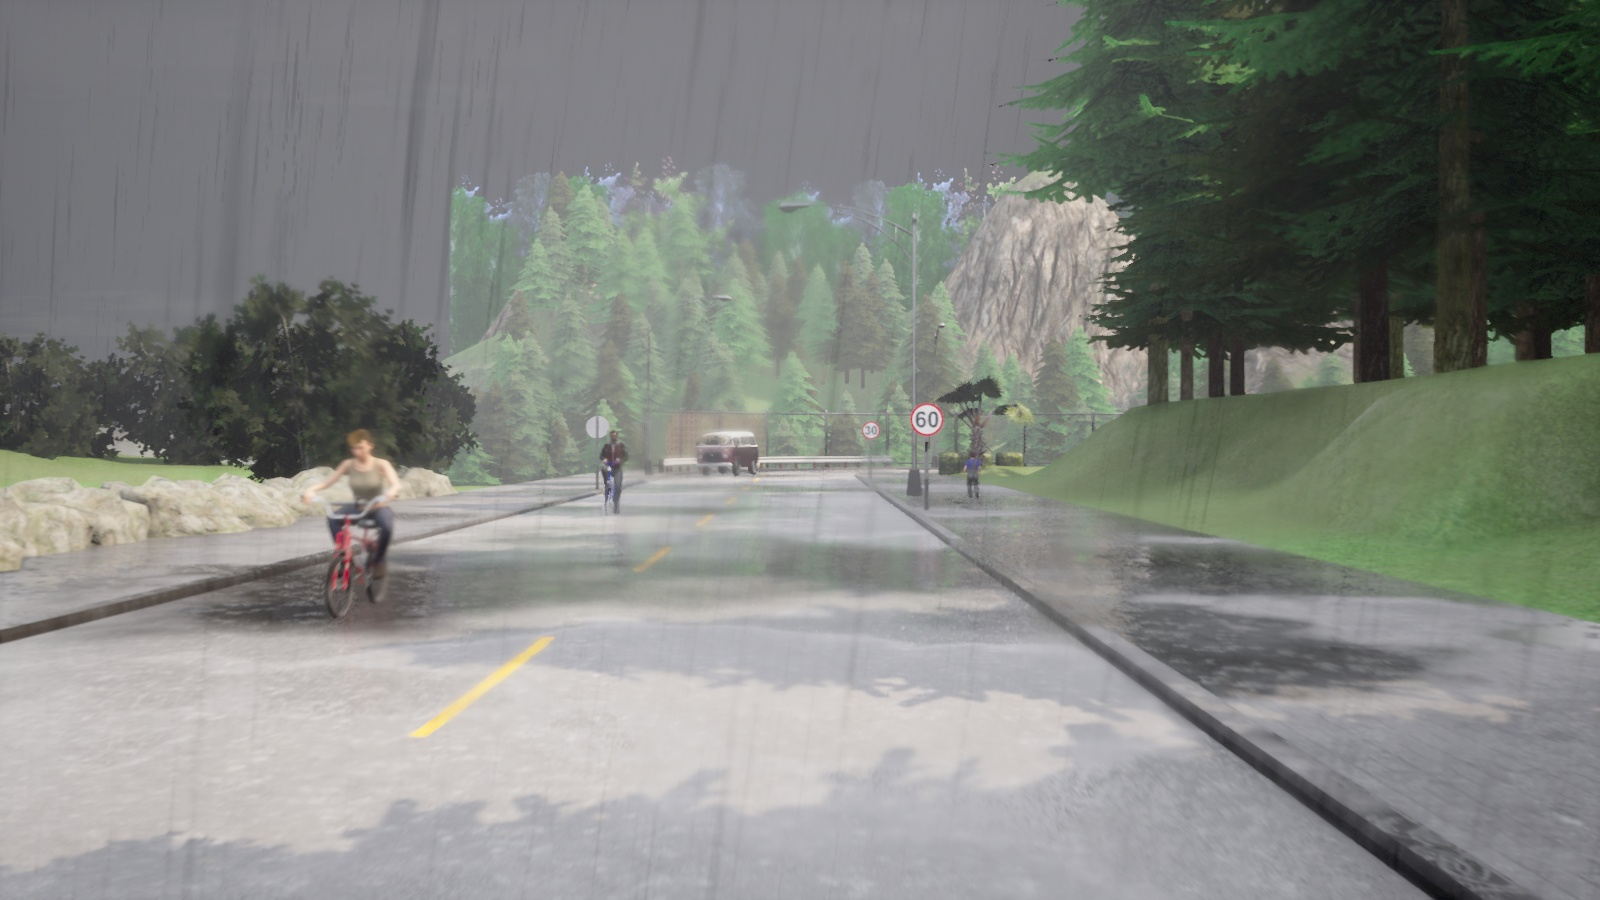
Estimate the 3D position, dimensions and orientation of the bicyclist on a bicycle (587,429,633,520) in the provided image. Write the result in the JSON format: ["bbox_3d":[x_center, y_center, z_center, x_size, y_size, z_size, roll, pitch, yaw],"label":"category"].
[{"bbox_3d":[-3.837,0.471,25.460,0.659,1.776,1.843,0,0,0],"label":"bicyclist on a bicycle"}]

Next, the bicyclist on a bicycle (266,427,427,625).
[{"bbox_3d":[-3.926,0.618,11.009,0.866,1.612,1.509,0,0,0],"label":"bicyclist on a bicycle"}]

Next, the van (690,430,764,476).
[{"bbox_3d":[-3.313,0.142,57.950,2.069,2.038,4.480,0,0,15],"label":"van"}]

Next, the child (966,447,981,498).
[{"bbox_3d":[4.339,0.563,31.453,0.270,1.263,0.437,0,0,-5],"label":"child"}]
